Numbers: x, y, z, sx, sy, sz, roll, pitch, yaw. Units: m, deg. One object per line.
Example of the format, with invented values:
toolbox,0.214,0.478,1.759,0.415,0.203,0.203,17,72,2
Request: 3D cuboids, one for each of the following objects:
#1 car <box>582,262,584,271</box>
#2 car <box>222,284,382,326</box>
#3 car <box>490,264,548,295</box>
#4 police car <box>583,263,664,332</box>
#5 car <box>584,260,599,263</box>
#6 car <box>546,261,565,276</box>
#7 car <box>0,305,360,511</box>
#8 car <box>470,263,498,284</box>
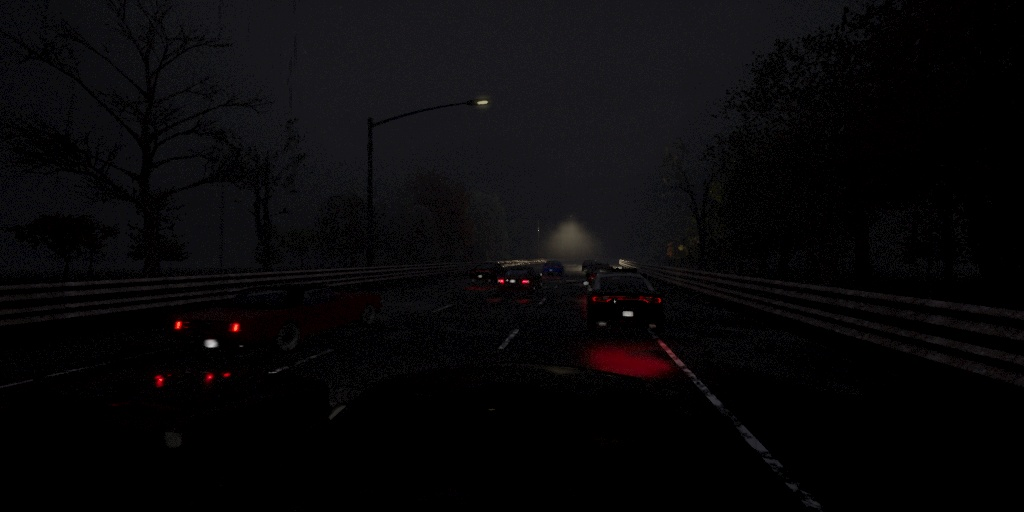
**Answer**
car,10.552,1.254,48.648,1.882,1.535,5.008,0,0,15
car,-5.236,1.350,8.920,1.895,1.301,4.718,0,0,11
car,0.552,1.299,20.084,2.033,1.411,5.357,0,0,12
police car,3.266,1.176,11.099,1.930,1.638,5.238,0,0,11
car,6.438,1.262,26.464,1.837,1.490,4.892,0,0,12
car,4.413,1.242,37.665,1.882,1.535,5.008,0,0,13
car,-3.097,1.298,1.299,2.033,1.411,5.357,0,0,10
car,-1.615,1.232,26.734,1.882,1.535,5.008,0,0,12
